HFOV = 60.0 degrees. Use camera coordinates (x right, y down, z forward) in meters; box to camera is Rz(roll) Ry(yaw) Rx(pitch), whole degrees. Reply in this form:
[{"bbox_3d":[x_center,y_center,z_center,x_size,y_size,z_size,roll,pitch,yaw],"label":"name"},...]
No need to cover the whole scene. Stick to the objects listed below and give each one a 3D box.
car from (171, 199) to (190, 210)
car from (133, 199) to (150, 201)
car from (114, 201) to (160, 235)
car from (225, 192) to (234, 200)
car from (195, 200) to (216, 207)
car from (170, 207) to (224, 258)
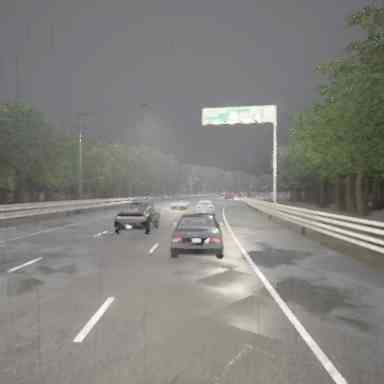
[{"bbox_3d":[-1.386,1.570,41.292,1.895,1.301,4.718,0,0,6],"label":"car"},{"bbox_3d":[-5.358,1.471,35.826,1.837,1.490,4.892,0,0,5],"label":"car"},{"bbox_3d":[-2.944,1.476,18.611,2.128,1.511,4.902,0,0,3],"label":"car"},{"bbox_3d":[10.747,1.132,94.945,2.150,2.045,5.566,0,0,13],"label":"car"},{"bbox_3d":[1.250,1.512,31.266,1.812,1.442,4.674,0,0,4],"label":"car"},{"bbox_3d":[0.220,1.543,12.748,2.033,1.411,5.357,0,0,2],"label":"car"}]
